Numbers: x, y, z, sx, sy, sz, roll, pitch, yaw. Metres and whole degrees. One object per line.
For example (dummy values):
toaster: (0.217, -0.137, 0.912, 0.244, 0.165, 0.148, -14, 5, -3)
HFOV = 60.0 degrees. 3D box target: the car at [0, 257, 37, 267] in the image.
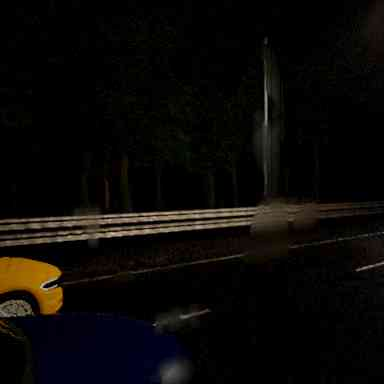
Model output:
car: (-4.541, 1.483, 4.808, 5.008, 1.535, 1.882, 0, 0, -35)

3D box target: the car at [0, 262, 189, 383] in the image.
car: (-2.177, 1.529, 2.193, 4.674, 1.442, 1.812, 0, 0, -35)
